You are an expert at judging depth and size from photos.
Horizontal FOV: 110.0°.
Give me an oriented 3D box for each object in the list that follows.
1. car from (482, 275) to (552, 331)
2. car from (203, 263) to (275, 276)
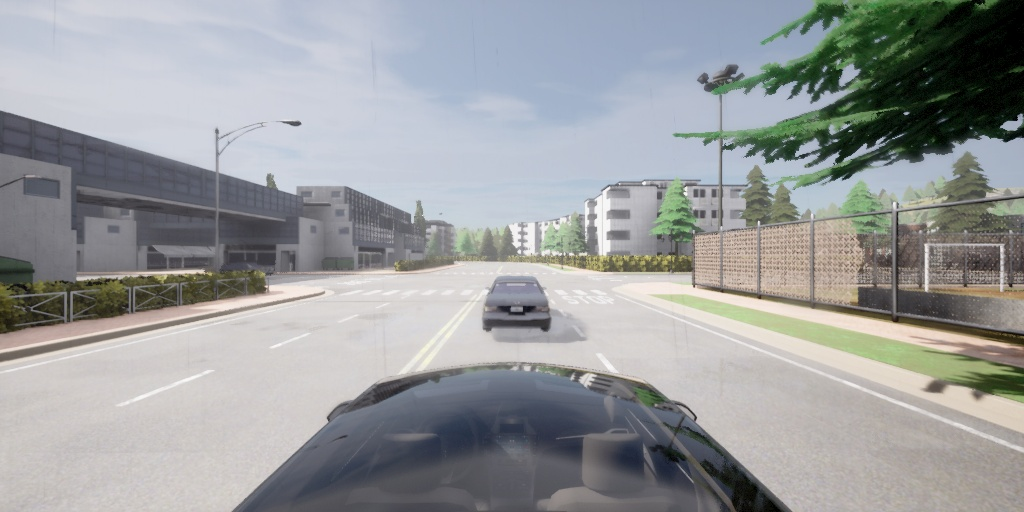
[{"bbox_3d":[0.124,1.301,10.971,2.033,1.411,5.357,0,0,0],"label":"car"},{"bbox_3d":[-24.234,1.308,31.852,5.357,1.411,2.033,0,0,-1],"label":"car"}]
